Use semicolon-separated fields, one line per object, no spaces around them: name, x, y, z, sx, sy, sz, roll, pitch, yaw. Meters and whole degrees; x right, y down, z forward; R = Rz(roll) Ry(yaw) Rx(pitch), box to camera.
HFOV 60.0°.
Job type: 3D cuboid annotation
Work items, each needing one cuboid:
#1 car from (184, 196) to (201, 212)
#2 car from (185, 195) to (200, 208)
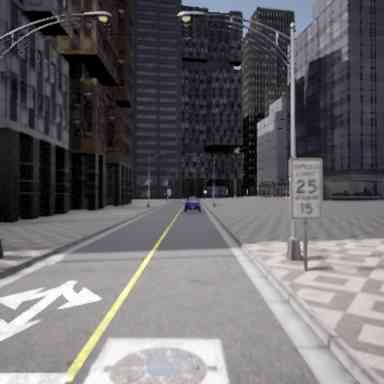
car;0.073;1.511;38.716;1.882;1.535;5.008;0;0;0
car;0.095;1.410;49.416;2.097;1.767;4.553;0;0;0
